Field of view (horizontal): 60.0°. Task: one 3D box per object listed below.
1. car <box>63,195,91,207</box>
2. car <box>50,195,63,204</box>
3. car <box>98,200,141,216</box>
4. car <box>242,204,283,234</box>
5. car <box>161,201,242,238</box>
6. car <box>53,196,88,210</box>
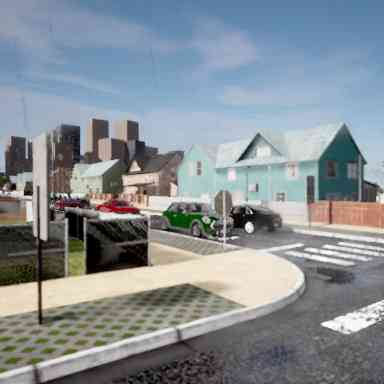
[{"bbox_3d":[-14.733,1.217,43.252,2.128,1.511,4.902,0,1,-36],"label":"car"},{"bbox_3d":[-20.884,1.136,51.556,2.128,1.511,4.902,0,1,-36],"label":"car"},{"bbox_3d":[-5.801,1.375,26.203,1.882,1.535,5.008,0,1,-36],"label":"car"},{"bbox_3d":[2.919,1.469,19.141,1.837,1.490,4.892,0,1,-36],"label":"car"},{"bbox_3d":[0.219,1.331,18.002,2.097,1.767,4.553,0,1,-36],"label":"car"},{"bbox_3d":[-13.511,1.394,36.728,1.895,1.301,4.718,0,1,-36],"label":"car"}]
